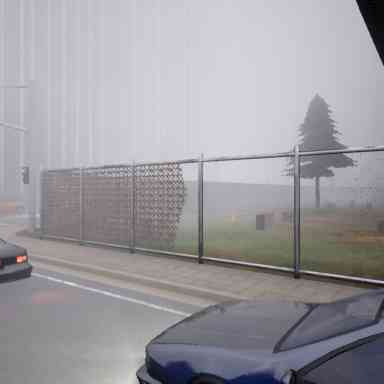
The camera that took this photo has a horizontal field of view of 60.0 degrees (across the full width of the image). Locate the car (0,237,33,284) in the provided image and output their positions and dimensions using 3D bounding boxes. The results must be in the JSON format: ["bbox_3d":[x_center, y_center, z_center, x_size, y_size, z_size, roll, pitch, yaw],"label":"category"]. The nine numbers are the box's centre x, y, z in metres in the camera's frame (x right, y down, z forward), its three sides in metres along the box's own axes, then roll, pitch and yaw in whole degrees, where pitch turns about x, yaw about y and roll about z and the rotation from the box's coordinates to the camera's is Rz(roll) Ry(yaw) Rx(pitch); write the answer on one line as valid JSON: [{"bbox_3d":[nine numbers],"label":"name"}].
[{"bbox_3d":[-6.207,1.547,8.397,5.357,1.411,2.033,0,0,35],"label":"car"}]

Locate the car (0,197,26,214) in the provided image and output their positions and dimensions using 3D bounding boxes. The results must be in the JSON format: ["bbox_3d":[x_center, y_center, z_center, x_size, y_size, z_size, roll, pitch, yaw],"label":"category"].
[{"bbox_3d":[-18.508,1.297,31.803,2.097,1.767,4.553,0,0,36],"label":"car"}]

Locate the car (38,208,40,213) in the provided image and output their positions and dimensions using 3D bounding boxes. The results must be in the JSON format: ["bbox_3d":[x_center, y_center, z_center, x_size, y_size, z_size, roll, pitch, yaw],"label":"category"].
[{"bbox_3d":[-13.095,1.508,33.347,1.994,1.385,4.181,0,0,36],"label":"car"}]

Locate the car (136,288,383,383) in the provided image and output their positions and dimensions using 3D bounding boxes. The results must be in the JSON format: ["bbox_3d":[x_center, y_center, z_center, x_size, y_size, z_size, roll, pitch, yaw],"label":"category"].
[{"bbox_3d":[2.054,1.547,2.526,5.357,1.411,2.033,0,0,35],"label":"car"}]
